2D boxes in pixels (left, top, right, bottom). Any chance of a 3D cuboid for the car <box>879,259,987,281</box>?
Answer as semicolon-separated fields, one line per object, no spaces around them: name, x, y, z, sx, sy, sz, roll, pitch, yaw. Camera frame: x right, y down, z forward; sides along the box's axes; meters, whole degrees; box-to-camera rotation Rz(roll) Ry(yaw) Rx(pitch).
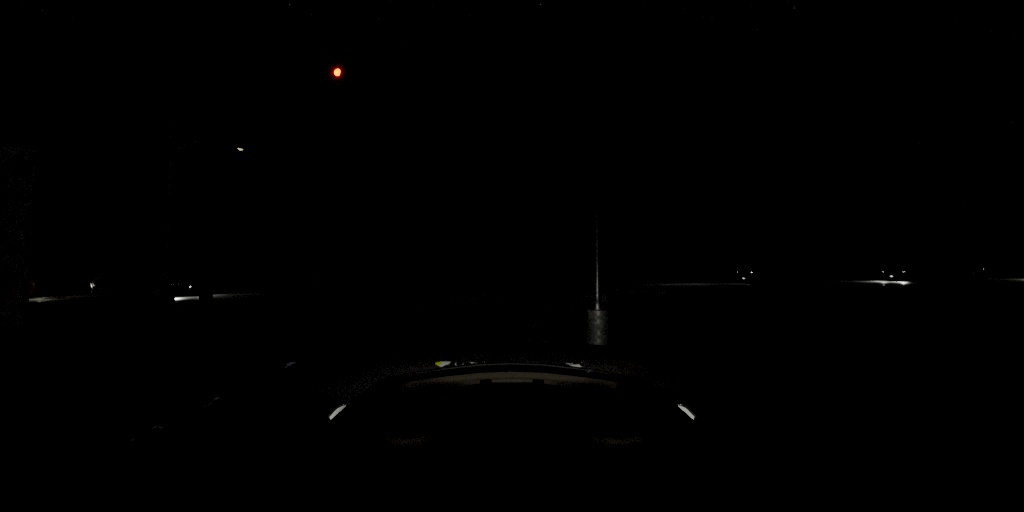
car;27.400;0.893;23.404;5.357;1.411;2.033;-1;-2;0

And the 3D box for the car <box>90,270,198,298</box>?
car;-20.220;1.495;19.832;4.892;1.490;1.837;-1;-2;0

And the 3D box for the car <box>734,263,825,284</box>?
car;17.326;1.106;23.427;4.718;1.301;1.895;-1;-2;0

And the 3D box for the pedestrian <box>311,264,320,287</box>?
pedestrian;-15.055;1.466;27.422;0.375;1.860;0.375;0;-1;0

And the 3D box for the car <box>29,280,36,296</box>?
car;-29.645;1.582;19.860;5.008;1.535;1.882;-1;-2;0
